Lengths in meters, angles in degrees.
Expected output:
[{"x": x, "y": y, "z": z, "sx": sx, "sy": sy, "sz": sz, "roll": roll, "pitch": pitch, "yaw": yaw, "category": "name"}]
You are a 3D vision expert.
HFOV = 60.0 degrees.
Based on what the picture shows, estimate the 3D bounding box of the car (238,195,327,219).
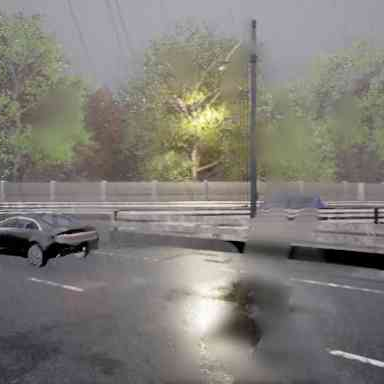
[{"x": 5.818, "y": 1.245, "z": 21.505, "sx": 5.566, "sy": 2.045, "sz": 2.150, "roll": -2, "pitch": 0, "yaw": -6, "category": "car"}]

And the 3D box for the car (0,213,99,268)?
[{"x": -5.312, "y": 1.473, "z": 11.127, "sx": 4.902, "sy": 1.511, "sz": 2.128, "roll": 0, "pitch": 0, "yaw": 30, "category": "car"}]
